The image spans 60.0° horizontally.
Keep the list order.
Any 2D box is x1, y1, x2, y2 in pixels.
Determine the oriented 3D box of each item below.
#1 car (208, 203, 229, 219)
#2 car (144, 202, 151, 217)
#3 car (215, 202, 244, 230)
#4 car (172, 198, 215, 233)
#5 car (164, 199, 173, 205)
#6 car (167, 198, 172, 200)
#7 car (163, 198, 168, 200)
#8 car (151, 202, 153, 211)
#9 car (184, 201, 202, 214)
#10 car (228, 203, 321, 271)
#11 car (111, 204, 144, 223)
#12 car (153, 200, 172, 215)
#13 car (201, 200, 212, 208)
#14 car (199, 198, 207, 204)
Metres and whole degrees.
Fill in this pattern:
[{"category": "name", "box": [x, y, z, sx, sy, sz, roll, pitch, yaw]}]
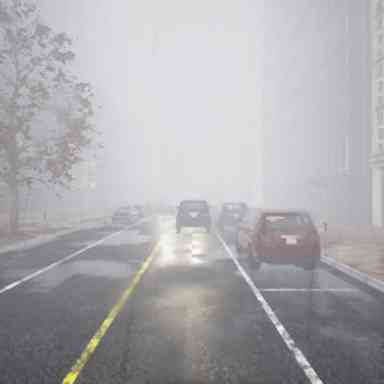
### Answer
[{"category": "car", "box": [2.698, 1.907, 34.323, 1.752, 1.417, 4.829, 0, -1, 0]}, {"category": "car", "box": [-5.683, 1.946, 34.167, 1.947, 1.339, 4.313, 0, -1, 0]}, {"category": "car", "box": [2.697, 1.571, 22.772, 2.192, 1.841, 5.009, 0, -1, 0]}, {"category": "car", "box": [0.103, 1.468, 21.696, 2.150, 2.045, 5.566, 0, 0, 0]}, {"category": "car", "box": [-5.678, 2.436, 79.702, 1.802, 1.307, 4.206, 0, -1, 0]}, {"category": "car", "box": [-5.679, 2.283, 68.318, 1.887, 1.381, 4.507, 0, -1, 0]}, {"category": "car", "box": [-5.681, 2.171, 56.934, 2.008, 1.369, 4.403, 0, -1, 0]}, {"category": "car", "box": [-5.682, 2.083, 45.548, 1.802, 1.307, 4.206, 0, -1, 0]}, {"category": "car", "box": [0.104, 1.955, 42.106, 2.128, 1.511, 4.902, 0, -1, 0]}, {"category": "car", "box": [2.696, 1.445, 11.388, 2.192, 1.841, 5.009, 0, -1, 0]}, {"category": "car", "box": [-5.684, 1.869, 28.474, 2.008, 1.369, 4.403, 0, -1, 0]}, {"category": "car", "box": [-3.088, 1.997, 39.115, 1.994, 1.385, 4.181, 0, -1, 0]}, {"category": "car", "box": [2.701, 2.245, 62.612, 1.947, 1.339, 4.313, 0, -1, 0]}, {"category": "car", "box": [2.704, 2.352, 85.379, 1.967, 1.590, 4.097, 0, -1, 0]}]
